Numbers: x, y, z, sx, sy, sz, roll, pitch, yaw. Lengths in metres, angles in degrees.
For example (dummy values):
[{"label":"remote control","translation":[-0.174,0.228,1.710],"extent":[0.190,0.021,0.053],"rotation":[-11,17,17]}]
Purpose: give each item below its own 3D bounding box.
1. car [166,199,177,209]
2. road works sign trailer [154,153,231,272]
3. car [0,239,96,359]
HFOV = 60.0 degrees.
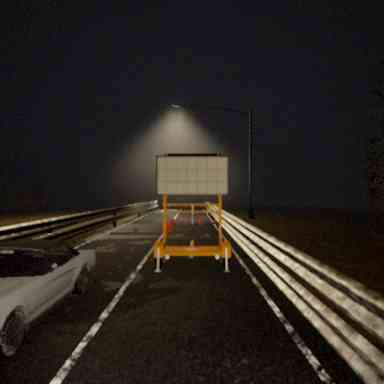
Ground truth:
[{"label":"car","translation":[-3.302,1.769,49.857],"extent":[2.128,1.511,4.902],"rotation":[0,0,0]},{"label":"road works sign trailer","translation":[0.018,0.526,11.031],"extent":[2.380,3.560,2.880],"rotation":[0,0,0]},{"label":"car","translation":[-3.346,1.635,6.142],"extent":[1.895,1.301,4.718],"rotation":[0,0,0]}]
